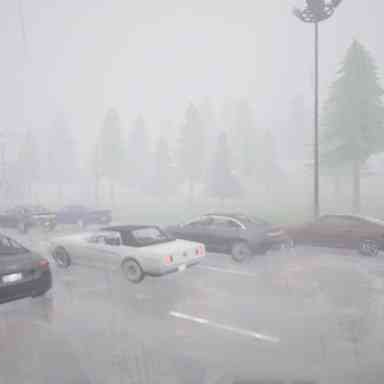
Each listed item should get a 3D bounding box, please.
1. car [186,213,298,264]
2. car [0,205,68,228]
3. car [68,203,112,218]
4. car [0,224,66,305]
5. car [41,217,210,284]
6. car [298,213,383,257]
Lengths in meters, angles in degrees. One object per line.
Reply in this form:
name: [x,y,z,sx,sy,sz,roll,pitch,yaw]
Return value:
car: [0.879,1.495,11.816,4.902,1.511,2.128,0,0,35]
car: [-9.731,1.495,19.156,4.902,1.511,2.128,0,0,35]
car: [-7.446,1.483,21.833,5.008,1.535,1.882,0,0,35]
car: [-4.990,1.566,7.349,4.181,1.385,1.994,0,0,35]
car: [-2.067,1.603,9.595,4.718,1.301,1.895,0,0,35]
car: [5.488,1.531,12.876,4.674,1.442,1.812,0,0,35]
